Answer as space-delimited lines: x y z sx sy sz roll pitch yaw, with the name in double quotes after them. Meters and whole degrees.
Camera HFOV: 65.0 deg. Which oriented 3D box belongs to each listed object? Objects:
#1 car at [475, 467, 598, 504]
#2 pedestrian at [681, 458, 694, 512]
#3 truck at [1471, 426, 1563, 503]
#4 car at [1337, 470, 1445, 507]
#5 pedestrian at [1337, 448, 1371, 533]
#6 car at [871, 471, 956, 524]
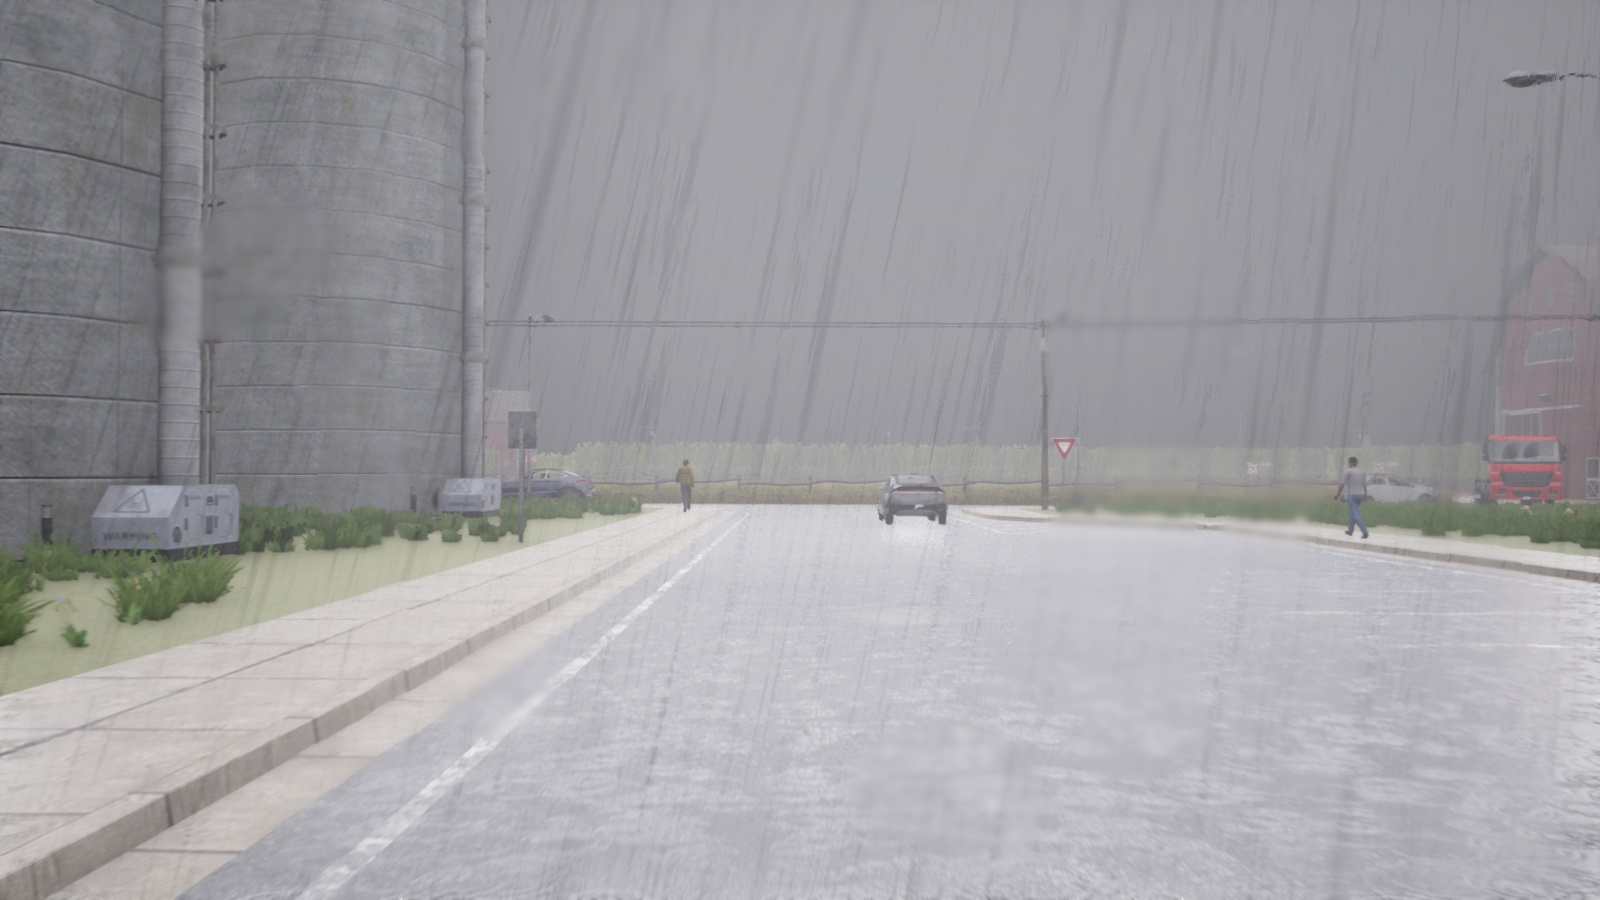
-11.791 1.585 56.438 5.027 1.651 2.152 0 -1 1 "car"
-3.874 1.208 43.150 0.370 1.835 0.726 0 -1 0 "pedestrian"
34.595 0.713 60.878 2.891 3.462 7.936 -1 -1 23 "truck"
24.676 1.609 52.523 3.633 1.501 1.845 0 -1 0 "car"
12.168 0.883 27.608 0.354 1.836 0.706 0 -1 -7 "pedestrian"
3.408 1.404 38.636 2.128 1.511 4.902 0 -1 0 "car"
